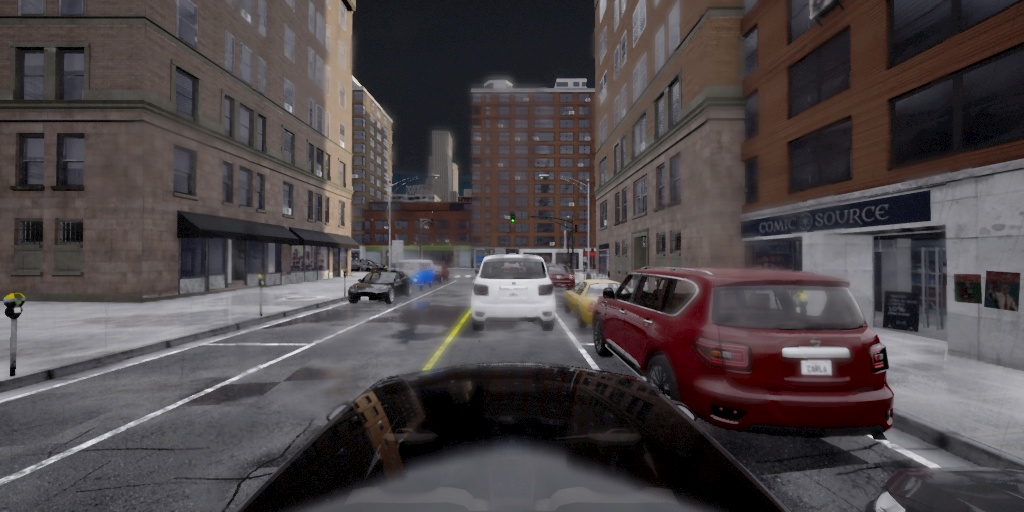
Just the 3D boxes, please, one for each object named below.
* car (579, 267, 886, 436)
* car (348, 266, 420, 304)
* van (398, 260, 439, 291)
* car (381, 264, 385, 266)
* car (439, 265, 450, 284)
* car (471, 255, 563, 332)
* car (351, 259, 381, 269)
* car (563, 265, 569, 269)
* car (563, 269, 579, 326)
[{"bbox_3d":[2.662,1.067,5.535,2.192,1.841,5.009,0,0,0],"label":"car"},{"bbox_3d":[-5.884,1.330,16.486,1.948,1.339,4.313,0,0,0],"label":"car"},{"bbox_3d":[-5.894,1.112,21.969,1.690,1.789,3.998,0,0,0],"label":"van"},{"bbox_3d":[-17.871,1.161,43.586,4.892,1.490,1.837,0,-1,0],"label":"car"},{"bbox_3d":[-5.905,1.324,27.451,1.888,1.381,4.507,0,0,0],"label":"car"},{"bbox_3d":[0.013,0.980,11.078,2.150,2.045,5.566,0,0,-1],"label":"car"},{"bbox_3d":[-18.065,1.166,40.336,5.357,1.411,2.033,0,-1,0],"label":"car"},{"bbox_3d":[2.631,1.212,21.983,1.967,1.591,4.097,0,0,0],"label":"car"},{"bbox_3d":[2.652,1.283,11.188,1.751,1.417,4.829,0,0,0],"label":"car"}]
